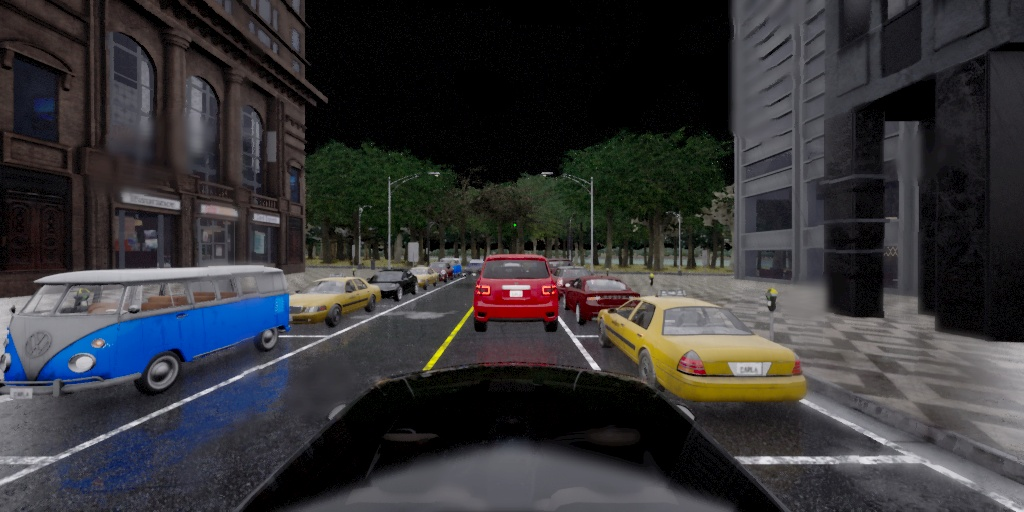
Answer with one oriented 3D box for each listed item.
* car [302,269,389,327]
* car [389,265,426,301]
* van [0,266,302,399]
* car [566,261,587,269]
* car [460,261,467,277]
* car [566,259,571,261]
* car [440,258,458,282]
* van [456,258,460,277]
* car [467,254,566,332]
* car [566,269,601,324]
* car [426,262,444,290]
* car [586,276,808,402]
[{"bbox_3d":[-5.763,1.275,11.579,1.751,1.417,4.829,0,0,0],"label":"car"},{"bbox_3d":[-5.762,1.316,17.186,1.948,1.339,4.313,0,0,0],"label":"car"},{"bbox_3d":[-5.763,1.090,6.311,1.690,1.789,3.998,0,0,0],"label":"van"},{"bbox_3d":[2.763,1.191,17.185,1.967,1.591,4.097,0,0,0],"label":"car"},{"bbox_3d":[-2.999,0.932,30.882,1.812,1.442,4.674,0,0,0],"label":"car"},{"bbox_3d":[2.763,1.067,22.623,2.192,1.841,5.009,0,0,0],"label":"car"},{"bbox_3d":[-5.762,1.193,28.061,1.967,1.591,4.097,0,0,0],"label":"car"},{"bbox_3d":[-5.761,1.095,33.499,1.690,1.789,3.998,0,0,0],"label":"van"},{"bbox_3d":[0.103,0.972,11.006,2.150,2.045,5.566,0,0,0],"label":"car"},{"bbox_3d":[2.763,1.295,11.748,1.888,1.381,4.507,0,0,0],"label":"car"},{"bbox_3d":[-5.762,1.277,22.454,1.751,1.417,4.829,0,0,0],"label":"car"},{"bbox_3d":[2.762,1.275,6.480,1.751,1.417,4.829,0,0,0],"label":"car"}]
